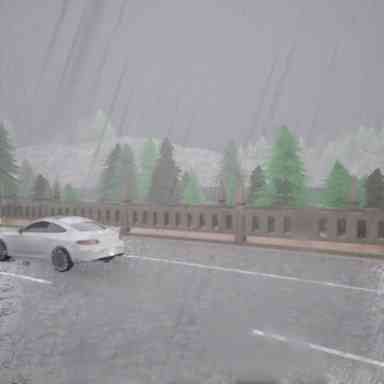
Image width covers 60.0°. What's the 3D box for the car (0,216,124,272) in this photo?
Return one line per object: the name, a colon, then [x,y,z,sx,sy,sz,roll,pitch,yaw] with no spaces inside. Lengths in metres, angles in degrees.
car: [-4.256,1.486,10.516,4.674,1.442,1.812,0,0,30]
